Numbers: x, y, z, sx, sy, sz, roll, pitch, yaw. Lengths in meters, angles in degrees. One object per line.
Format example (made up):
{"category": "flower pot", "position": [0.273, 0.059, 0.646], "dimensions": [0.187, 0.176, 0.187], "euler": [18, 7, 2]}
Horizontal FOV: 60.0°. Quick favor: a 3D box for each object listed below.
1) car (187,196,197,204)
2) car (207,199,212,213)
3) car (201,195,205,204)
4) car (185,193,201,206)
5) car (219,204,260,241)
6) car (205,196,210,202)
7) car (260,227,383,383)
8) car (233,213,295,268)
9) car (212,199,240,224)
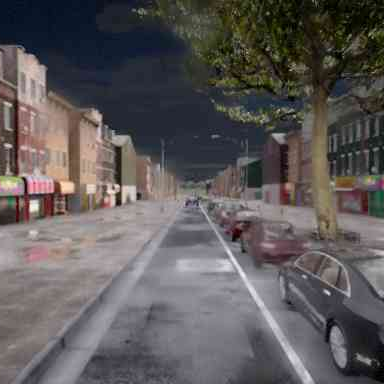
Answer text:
{"category": "car", "position": [0.001, 1.495, 64.500], "dimensions": [1.882, 1.535, 5.008], "euler": [0, 0, 0]}
{"category": "car", "position": [2.623, 1.541, 27.582], "dimensions": [2.008, 1.369, 4.403], "euler": [-1, 0, 0]}
{"category": "car", "position": [2.622, 1.569, 66.402], "dimensions": [2.008, 1.369, 4.403], "euler": [-1, 0, 0]}
{"category": "car", "position": [0.024, 1.357, 53.319], "dimensions": [2.097, 1.767, 4.553], "euler": [0, 0, 0]}
{"category": "car", "position": [2.623, 1.535, 16.492], "dimensions": [1.887, 1.381, 4.507], "euler": [-1, 0, 0]}
{"category": "car", "position": [2.750, 1.472, 37.591], "dimensions": [1.882, 1.535, 5.008], "euler": [0, 0, 0]}
{"category": "car", "position": [2.623, 1.547, 5.400], "dimensions": [2.008, 1.369, 4.403], "euler": [-1, 0, 0]}
{"category": "car", "position": [2.624, 1.574, 10.946], "dimensions": [1.802, 1.307, 4.206], "euler": [-1, 0, 0]}
{"category": "car", "position": [2.620, 1.430, 22.037], "dimensions": [1.967, 1.590, 4.097], "euler": [-1, 0, 0]}
